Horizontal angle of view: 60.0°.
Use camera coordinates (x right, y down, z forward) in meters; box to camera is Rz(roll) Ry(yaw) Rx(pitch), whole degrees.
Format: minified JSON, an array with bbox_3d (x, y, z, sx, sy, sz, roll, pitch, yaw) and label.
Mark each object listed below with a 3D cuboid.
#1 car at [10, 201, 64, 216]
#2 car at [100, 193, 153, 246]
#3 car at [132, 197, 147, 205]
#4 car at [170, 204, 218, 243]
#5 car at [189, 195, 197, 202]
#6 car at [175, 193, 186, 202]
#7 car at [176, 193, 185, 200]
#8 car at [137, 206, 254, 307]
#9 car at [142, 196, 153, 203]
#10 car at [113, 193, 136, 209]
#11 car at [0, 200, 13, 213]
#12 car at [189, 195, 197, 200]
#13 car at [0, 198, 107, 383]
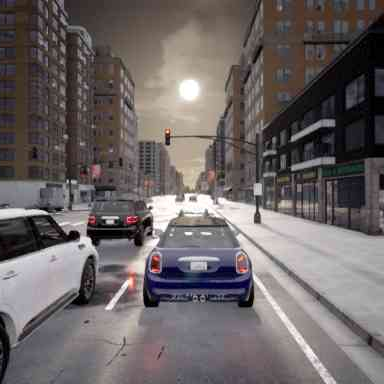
[{"bbox_3d":[-15.426,1.612,33.353,4.718,1.301,1.895,0,0,-19],"label":"car"},{"bbox_3d":[-3.100,1.223,15.308,2.150,2.045,5.566,0,0,0],"label":"car"},{"bbox_3d":[-9.608,1.587,61.065,1.994,1.385,4.181,0,0,0],"label":"car"},{"bbox_3d":[0.113,1.493,17.182,2.128,1.511,4.902,0,0,1],"label":"car"},{"bbox_3d":[0.267,1.560,78.185,1.812,1.442,4.674,0,0,0],"label":"car"},{"bbox_3d":[-2.985,1.575,77.783,2.033,1.411,5.357,0,0,0],"label":"car"},{"bbox_3d":[-2.950,1.159,88.235,2.150,2.045,5.566,0,0,0],"label":"car"},{"bbox_3d":[0.125,1.352,8.113,2.097,1.767,4.553,0,0,0],"label":"car"},{"bbox_3d":[-9.508,1.626,71.432,1.895,1.301,4.718,0,0,0],"label":"car"},{"bbox_3d":[-9.687,1.235,48.132,2.150,2.045,5.566,0,0,1],"label":"car"},{"bbox_3d":[-22.028,1.593,36.027,4.313,1.339,1.947,0,0,0],"label":"car"},{"bbox_3d":[0.300,1.486,88.193,1.994,1.385,4.181,0,0,0],"label":"car"},{"bbox_3d":[-3.140,1.221,4.955,2.150,2.045,5.566,0,0,1],"label":"car"}]
